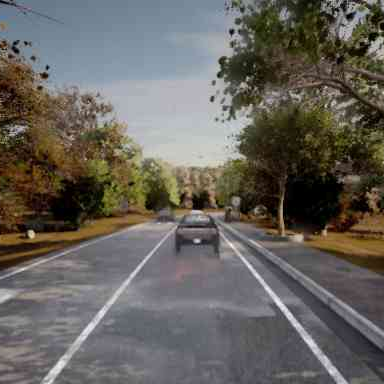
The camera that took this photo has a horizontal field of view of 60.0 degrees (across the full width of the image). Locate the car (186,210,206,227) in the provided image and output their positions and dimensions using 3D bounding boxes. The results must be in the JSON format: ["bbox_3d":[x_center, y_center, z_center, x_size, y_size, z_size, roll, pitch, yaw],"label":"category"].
[{"bbox_3d":[0.397,2.508,31.806,1.812,1.442,4.674,0,-2,1],"label":"car"}]

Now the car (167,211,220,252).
[{"bbox_3d":[0.233,1.782,15.345,2.128,1.511,4.902,0,-2,1],"label":"car"}]

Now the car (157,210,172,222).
[{"bbox_3d":[-3.162,2.895,40.676,2.033,1.411,5.357,0,-2,1],"label":"car"}]
